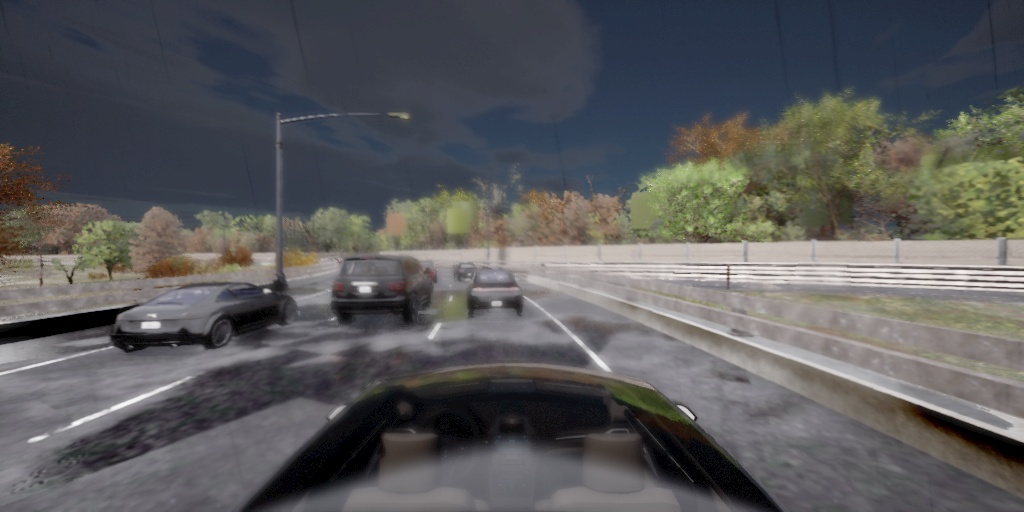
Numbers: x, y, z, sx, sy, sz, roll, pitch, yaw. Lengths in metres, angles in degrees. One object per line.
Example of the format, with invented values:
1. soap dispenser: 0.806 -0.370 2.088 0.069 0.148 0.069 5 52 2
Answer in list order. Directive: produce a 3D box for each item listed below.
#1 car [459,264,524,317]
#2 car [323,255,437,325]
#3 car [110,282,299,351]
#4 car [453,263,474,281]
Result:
1. car: -0.712 1.235 13.267 2.128 1.511 4.902 0 0 -6
2. car: -4.074 0.984 12.121 2.150 2.045 5.566 0 0 -5
3. car: -7.357 1.347 9.162 1.994 1.385 4.181 0 0 -4
4. car: -3.877 1.270 30.233 1.812 1.442 4.674 0 0 -15
